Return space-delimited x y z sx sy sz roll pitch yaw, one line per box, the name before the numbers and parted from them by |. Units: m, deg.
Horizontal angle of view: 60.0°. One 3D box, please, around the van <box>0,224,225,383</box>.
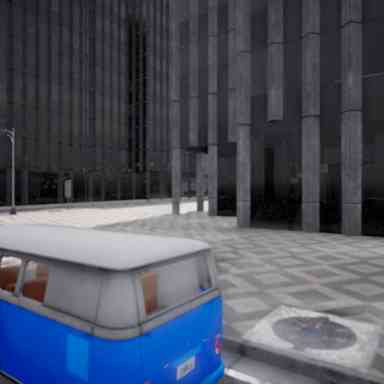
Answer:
van | -1.558 1.354 4.083 3.998 1.788 1.690 0 0 36
